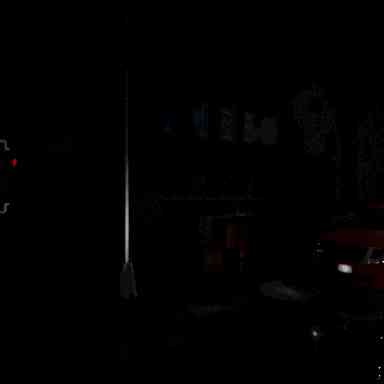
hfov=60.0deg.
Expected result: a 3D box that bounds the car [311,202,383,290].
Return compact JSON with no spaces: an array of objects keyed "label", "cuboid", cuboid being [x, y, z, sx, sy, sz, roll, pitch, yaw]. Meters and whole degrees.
[{"label":"car","cuboid":[5.474,1.306,8.721,5.566,2.045,2.150,1,-1,-37]}]
